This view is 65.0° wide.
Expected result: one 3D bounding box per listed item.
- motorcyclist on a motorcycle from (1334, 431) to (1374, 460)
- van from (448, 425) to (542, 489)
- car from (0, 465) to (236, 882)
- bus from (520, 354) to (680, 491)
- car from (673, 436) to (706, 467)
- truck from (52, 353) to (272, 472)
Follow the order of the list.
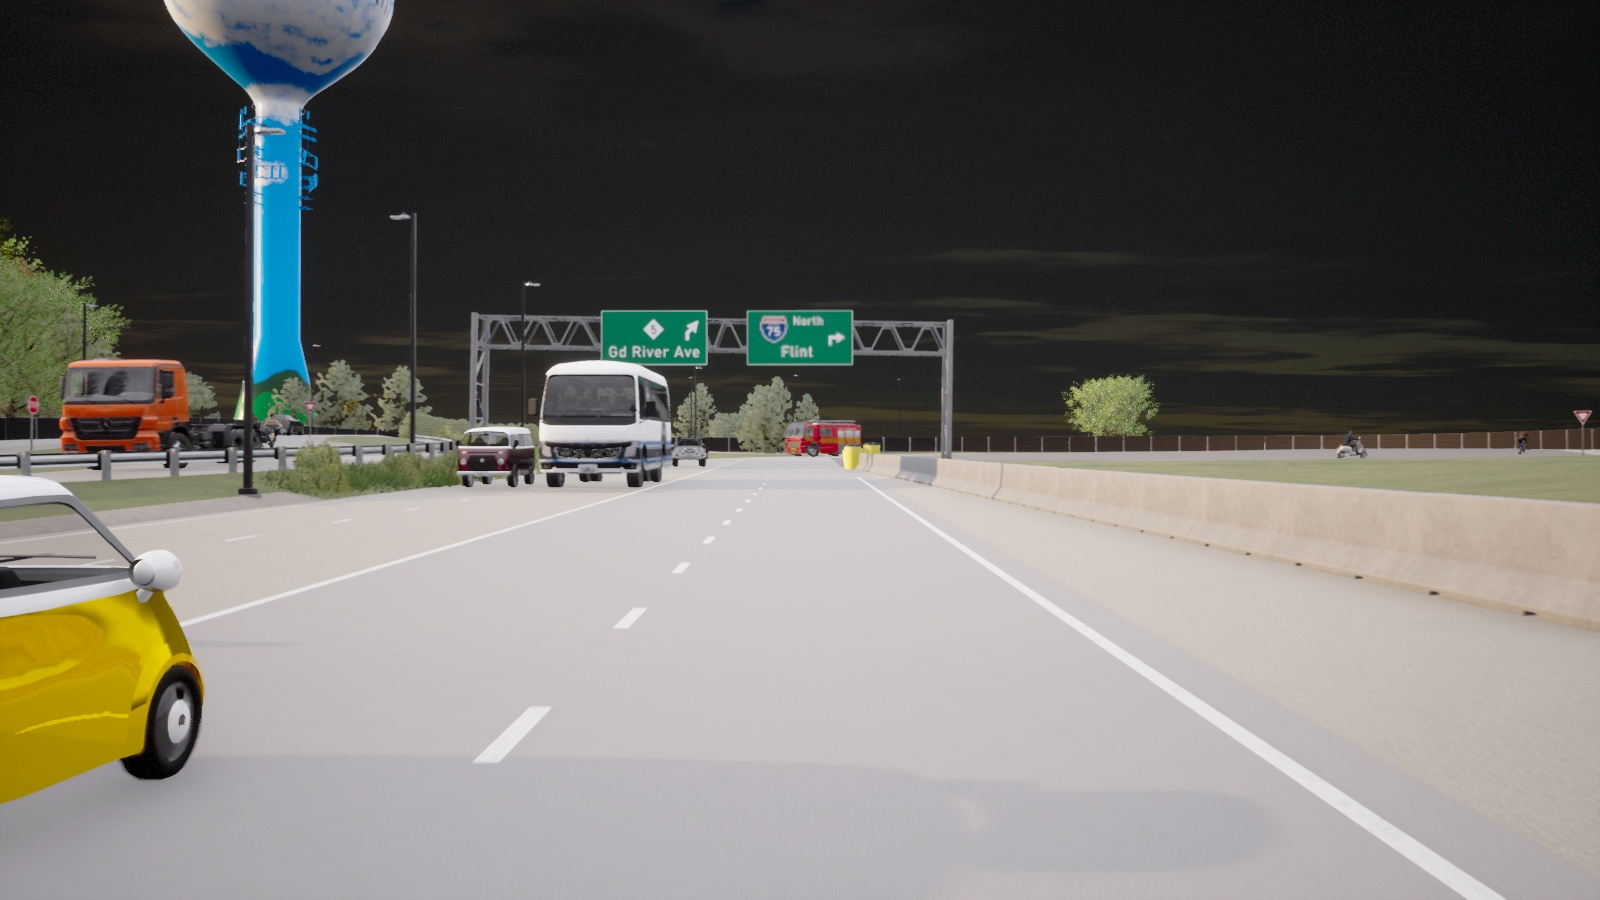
[{"bbox_3d":[30.520,-0.254,69.211,1.817,1.590,0.866,-1,-1,-8],"label":"motorcyclist on a motorcycle"},{"bbox_3d":[-10.240,0.200,42.535,2.069,2.038,4.480,0,0,0],"label":"van"},{"bbox_3d":[-3.457,0.772,4.931,1.481,1.376,2.207,0,1,0],"label":"car"},{"bbox_3d":[-6.729,-0.903,44.249,3.944,4.253,10.273,0,0,0],"label":"bus"},{"bbox_3d":[-6.704,0.072,75.717,1.932,1.855,4.605,0,0,-6],"label":"car"},{"bbox_3d":[-20.300,-1.232,40.654,2.891,3.462,7.936,0,2,1],"label":"truck"}]
